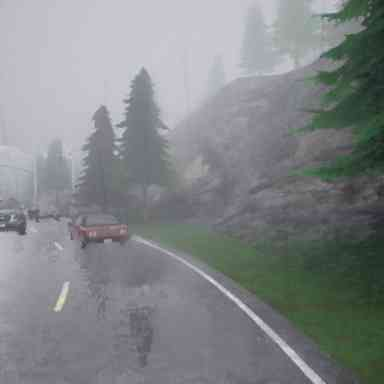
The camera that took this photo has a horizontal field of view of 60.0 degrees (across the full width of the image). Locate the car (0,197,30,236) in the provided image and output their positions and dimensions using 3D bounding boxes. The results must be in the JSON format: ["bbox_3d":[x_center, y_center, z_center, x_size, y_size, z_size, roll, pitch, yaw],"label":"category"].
[{"bbox_3d":[-10.729,1.324,18.644,2.150,2.045,5.566,-1,0,-32],"label":"car"}]

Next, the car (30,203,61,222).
[{"bbox_3d":[-12.352,1.659,27.661,2.033,1.411,5.357,-1,0,-34],"label":"car"}]

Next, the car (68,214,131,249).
[{"bbox_3d":[-4.322,1.636,14.914,1.895,1.301,4.718,-1,0,-28],"label":"car"}]
